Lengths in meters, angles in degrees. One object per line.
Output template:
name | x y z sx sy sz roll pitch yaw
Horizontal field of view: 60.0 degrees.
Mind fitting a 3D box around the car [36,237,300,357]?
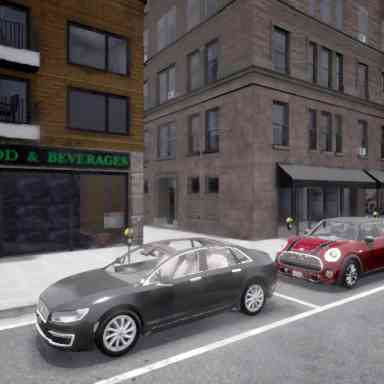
car | -0.357 1.551 5.924 4.403 1.369 2.008 0 0 -35

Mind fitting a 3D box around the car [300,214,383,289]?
car | 4.146 1.442 9.115 4.097 1.590 1.967 0 0 -35
